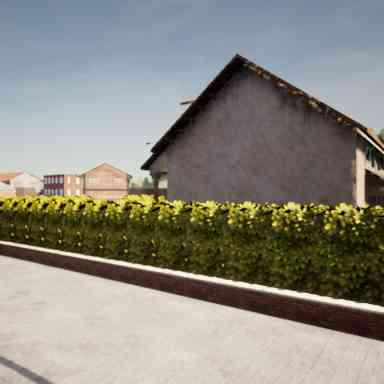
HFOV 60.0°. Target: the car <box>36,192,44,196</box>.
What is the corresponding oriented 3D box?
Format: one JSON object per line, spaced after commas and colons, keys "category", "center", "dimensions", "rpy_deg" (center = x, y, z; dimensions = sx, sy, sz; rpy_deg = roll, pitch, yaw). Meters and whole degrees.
{"category": "car", "center": [-31.319, 1.013, 68.407], "dimensions": [3.866, 1.878, 1.905], "rpy_deg": [0, 0, 35]}
